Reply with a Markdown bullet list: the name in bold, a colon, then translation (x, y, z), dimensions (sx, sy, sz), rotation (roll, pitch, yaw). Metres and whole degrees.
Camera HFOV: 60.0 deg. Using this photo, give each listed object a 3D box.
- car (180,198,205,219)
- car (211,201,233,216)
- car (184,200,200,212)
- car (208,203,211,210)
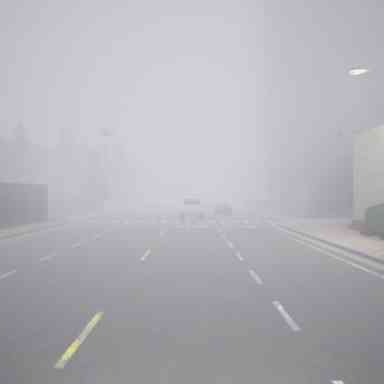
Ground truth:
- **car**: translation (0.011, 1.604, 33.275), dimensions (2.150, 2.045, 5.566), rotation (0, 0, 0)
- **car**: translation (3.515, 1.908, 38.240), dimensions (1.882, 1.535, 5.008), rotation (0, -1, 0)
- **car**: translation (0.018, 2.008, 48.242), dimensions (2.128, 1.511, 4.902), rotation (0, 0, 0)
- **car**: translation (3.702, 2.022, 49.359), dimensions (2.128, 1.511, 4.902), rotation (0, 0, -12)
